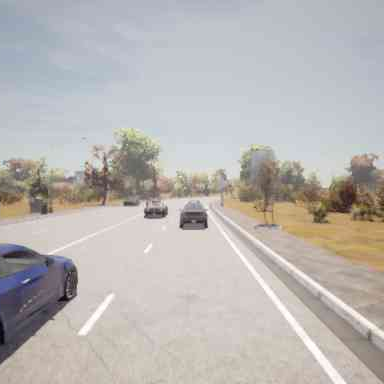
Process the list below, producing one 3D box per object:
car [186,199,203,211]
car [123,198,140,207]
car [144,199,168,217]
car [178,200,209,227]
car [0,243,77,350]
[{"bbox_3d":[0.331,1.639,42.013,1.994,1.385,4.181,0,0,1],"label":"car"},{"bbox_3d":[-9.923,1.697,54.490,1.895,1.301,4.718,0,0,3],"label":"car"},{"bbox_3d":[-3.327,1.657,31.799,1.895,1.301,4.718,0,0,1],"label":"car"},{"bbox_3d":[0.121,1.548,22.945,1.837,1.490,4.892,0,1,0],"label":"car"},{"bbox_3d":[-3.399,1.535,5.346,1.812,1.442,4.674,0,0,0],"label":"car"}]
